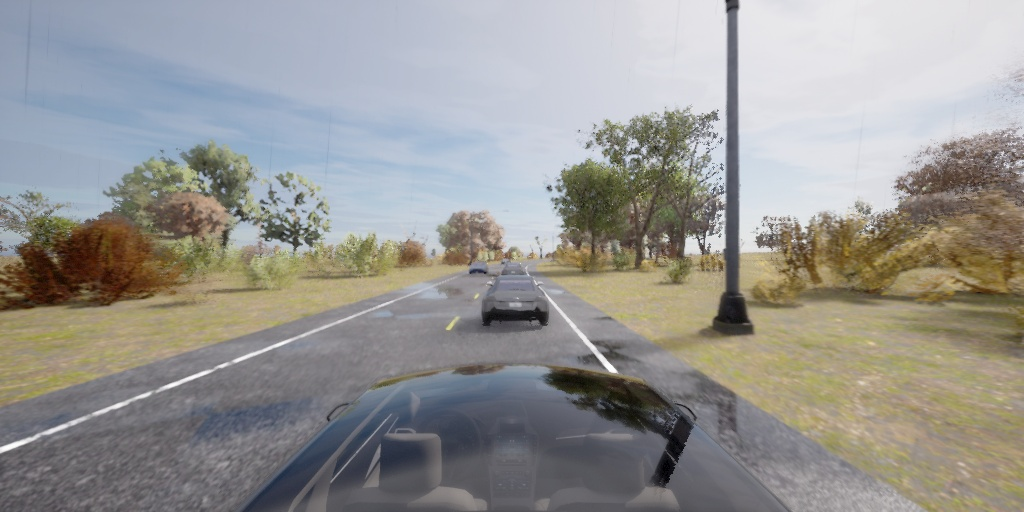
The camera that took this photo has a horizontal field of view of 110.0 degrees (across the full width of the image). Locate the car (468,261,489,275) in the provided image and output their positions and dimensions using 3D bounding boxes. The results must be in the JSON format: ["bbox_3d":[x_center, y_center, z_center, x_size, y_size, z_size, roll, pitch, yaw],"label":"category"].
[{"bbox_3d":[-3.559,1.301,39.206,2.033,1.411,5.357,0,0,1],"label":"car"}]

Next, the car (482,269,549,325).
[{"bbox_3d":[0.098,1.315,11.855,1.994,1.385,4.181,0,0,0],"label":"car"}]

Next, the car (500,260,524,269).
[{"bbox_3d":[0.097,1.317,31.926,1.994,1.385,4.181,0,0,0],"label":"car"}]
